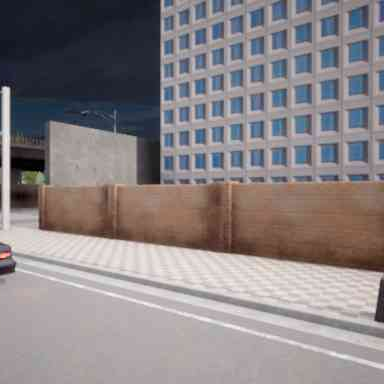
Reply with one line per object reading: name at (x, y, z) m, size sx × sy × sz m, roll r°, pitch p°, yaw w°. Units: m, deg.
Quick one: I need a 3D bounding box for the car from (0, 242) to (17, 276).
car at (-6.762, 1.539, 8.821) m, size 5.357 × 1.411 × 2.033 m, roll 0°, pitch 0°, yaw 36°
